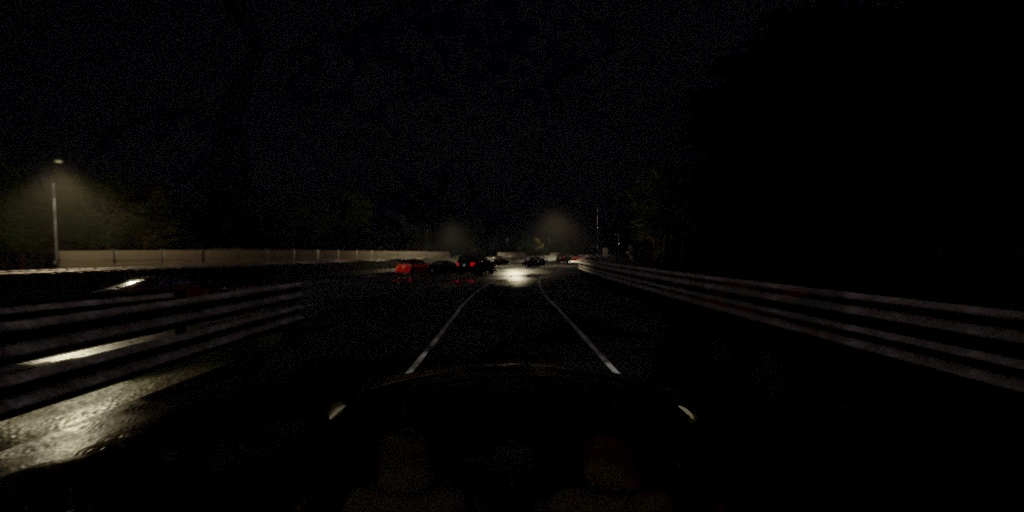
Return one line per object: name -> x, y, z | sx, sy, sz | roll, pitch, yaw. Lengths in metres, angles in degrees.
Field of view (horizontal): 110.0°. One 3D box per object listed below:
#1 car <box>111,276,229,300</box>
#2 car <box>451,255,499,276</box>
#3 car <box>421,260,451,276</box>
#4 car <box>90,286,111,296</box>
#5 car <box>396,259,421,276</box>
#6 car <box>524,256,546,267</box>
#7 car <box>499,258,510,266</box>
car -> -14.390, 1.500, 14.924 | 1.994, 1.385, 4.181 | -1, 0, 19
car -> -3.586, 0.919, 35.832 | 2.150, 2.045, 5.566 | -1, 0, 19
car -> -6.909, 1.206, 36.932 | 1.882, 1.535, 5.008 | -1, 0, 19
car -> -12.997, 1.565, 8.148 | 1.895, 1.301, 4.718 | -1, 0, 19
car -> -10.238, 1.110, 38.009 | 2.097, 1.767, 4.553 | -1, 0, 19
car -> 4.070, 0.846, 58.348 | 2.097, 1.767, 4.553 | -1, 0, 19
car -> -1.895, 1.014, 62.547 | 1.882, 1.535, 5.008 | -1, 0, 19
